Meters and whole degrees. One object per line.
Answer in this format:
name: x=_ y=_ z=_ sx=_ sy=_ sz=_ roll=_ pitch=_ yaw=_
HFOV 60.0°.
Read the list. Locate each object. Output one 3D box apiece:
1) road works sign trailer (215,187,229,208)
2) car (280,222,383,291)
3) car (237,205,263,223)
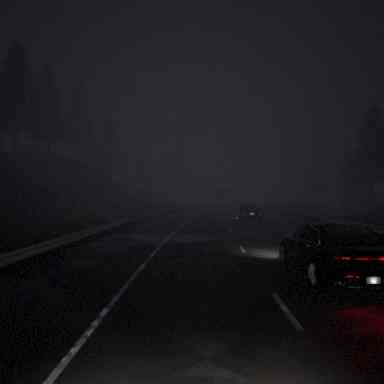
road works sign trailer: x=5.326 y=0.964 z=58.994 sx=2.380 sy=3.560 sz=2.880 roll=0 pitch=0 yaw=11
car: x=3.801 y=1.587 z=9.257 sx=1.837 sy=1.490 sz=4.892 roll=0 pitch=0 yaw=2
car: x=4.934 y=1.791 z=28.452 sx=2.033 sy=1.411 sz=5.357 roll=0 pitch=0 yaw=5
